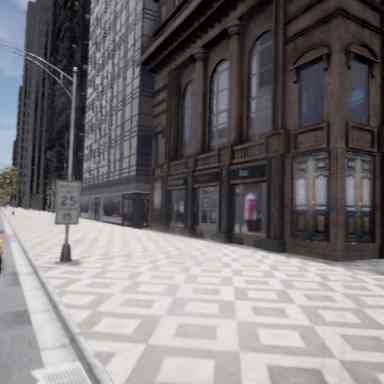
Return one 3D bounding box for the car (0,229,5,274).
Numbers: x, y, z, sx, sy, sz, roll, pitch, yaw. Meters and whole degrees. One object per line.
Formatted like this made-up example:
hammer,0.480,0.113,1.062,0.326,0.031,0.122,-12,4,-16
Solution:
car,-7.644,1.678,11.321,2.097,1.767,4.553,4,-3,-30
